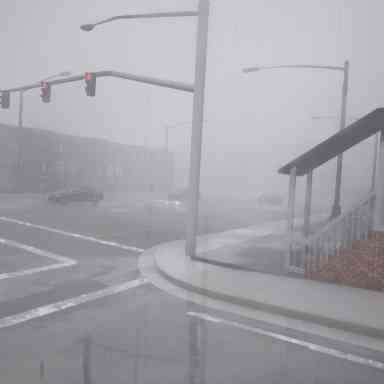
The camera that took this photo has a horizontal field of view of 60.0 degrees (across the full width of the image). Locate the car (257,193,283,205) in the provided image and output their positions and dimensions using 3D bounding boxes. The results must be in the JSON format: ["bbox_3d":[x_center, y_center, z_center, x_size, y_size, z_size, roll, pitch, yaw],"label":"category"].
[{"bbox_3d":[9.618,0.781,40.768,1.994,1.385,4.181,5,3,36],"label":"car"}]

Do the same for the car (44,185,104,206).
[{"bbox_3d":[-9.343,0.219,26.680,2.128,1.511,4.902,5,3,36],"label":"car"}]

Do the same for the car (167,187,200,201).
[{"bbox_3d":[-0.911,0.235,38.403,1.837,1.490,4.892,5,3,36],"label":"car"}]
